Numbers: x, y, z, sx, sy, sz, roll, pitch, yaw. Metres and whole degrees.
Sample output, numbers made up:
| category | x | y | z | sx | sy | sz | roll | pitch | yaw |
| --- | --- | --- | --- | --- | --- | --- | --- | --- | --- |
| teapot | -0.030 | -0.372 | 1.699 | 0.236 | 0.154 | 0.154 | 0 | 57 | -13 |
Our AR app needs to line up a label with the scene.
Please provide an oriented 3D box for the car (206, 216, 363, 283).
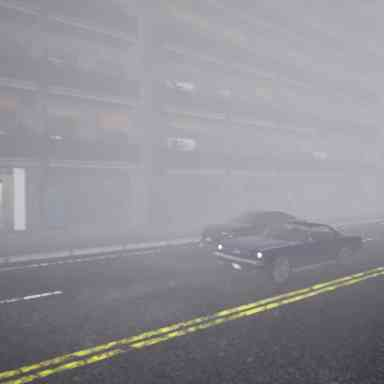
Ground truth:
| category | x | y | z | sx | sy | sz | roll | pitch | yaw |
| --- | --- | --- | --- | --- | --- | --- | --- | --- | --- |
| car | 2.937 | 1.576 | 9.775 | 4.718 | 1.301 | 1.895 | 0 | 0 | -36 |

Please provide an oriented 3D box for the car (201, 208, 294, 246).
| category | x | y | z | sx | sy | sz | roll | pitch | yaw |
| --- | --- | --- | --- | --- | --- | --- | --- | --- | --- |
| car | 2.628 | 1.447 | 13.550 | 5.008 | 1.535 | 1.882 | 0 | 0 | -36 |
